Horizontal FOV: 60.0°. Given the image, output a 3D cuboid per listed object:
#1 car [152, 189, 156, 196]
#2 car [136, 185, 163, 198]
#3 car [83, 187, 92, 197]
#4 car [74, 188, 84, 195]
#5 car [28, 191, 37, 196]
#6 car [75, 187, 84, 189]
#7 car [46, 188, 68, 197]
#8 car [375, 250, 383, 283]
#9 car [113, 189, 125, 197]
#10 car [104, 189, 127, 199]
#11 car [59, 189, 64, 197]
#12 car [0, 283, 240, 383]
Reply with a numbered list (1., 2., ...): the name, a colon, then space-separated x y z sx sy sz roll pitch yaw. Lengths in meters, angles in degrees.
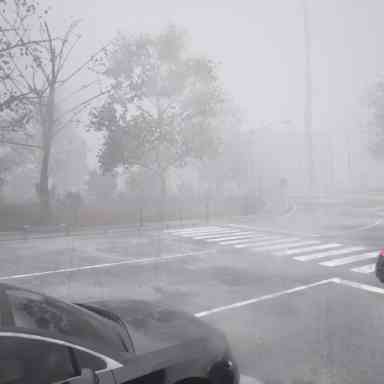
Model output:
1. car: -4.889 0.127 56.140 2.231 1.521 4.892 -1 2 16
2. car: -7.290 -0.082 57.878 2.435 2.045 5.566 -1 2 17
3. car: -19.091 0.192 66.956 2.185 1.767 4.553 -1 2 18
4. car: -21.445 0.351 68.735 2.163 1.488 4.792 -1 2 18
5. car: -37.635 0.114 81.832 2.097 1.535 5.008 0 2 20
6. car: -23.787 0.062 70.567 2.435 2.045 5.566 0 2 18
7. car: -30.753 0.103 76.151 2.185 1.767 4.553 0 2 19
8. car: 6.382 1.539 8.165 4.181 1.385 1.994 0 0 -34
9. car: -12.038 0.125 61.458 2.185 1.767 4.553 -2 1 17
10. car: -14.433 0.286 63.111 1.946 1.575 5.366 -1 2 17
11. car: -26.112 0.294 72.451 2.231 1.521 4.892 -1 2 18
12. car: -1.799 1.505 2.476 4.892 1.490 1.837 0 0 -35
